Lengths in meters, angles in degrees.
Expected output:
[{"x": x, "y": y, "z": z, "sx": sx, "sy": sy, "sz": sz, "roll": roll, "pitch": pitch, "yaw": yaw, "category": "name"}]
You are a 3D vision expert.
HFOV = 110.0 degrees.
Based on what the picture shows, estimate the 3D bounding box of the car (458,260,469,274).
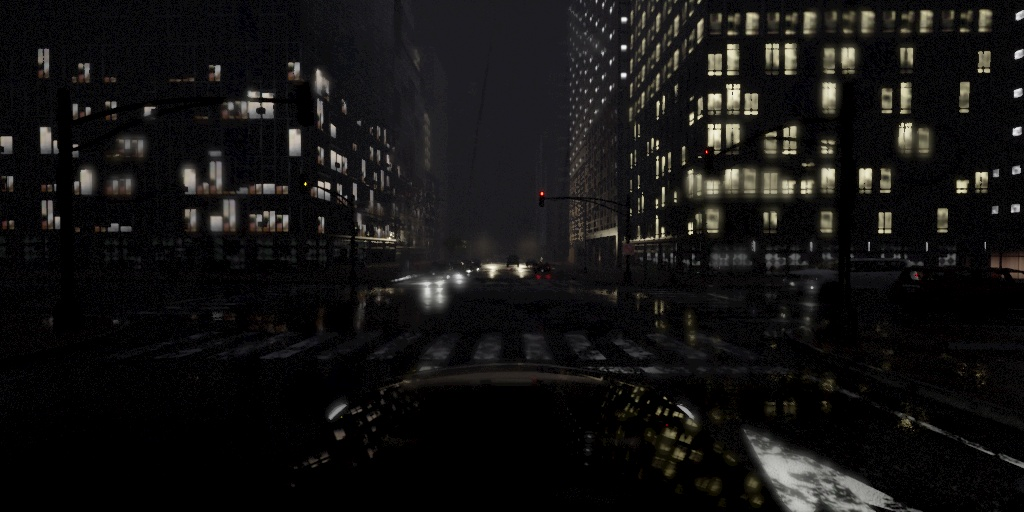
[{"x": -6.492, "y": 1.326, "z": 41.600, "sx": 1.895, "sy": 1.301, "sz": 4.718, "roll": 0, "pitch": 0, "yaw": 0, "category": "car"}]

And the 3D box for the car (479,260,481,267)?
[{"x": -6.392, "y": 1.182, "z": 61.711, "sx": 1.882, "sy": 1.535, "sz": 5.008, "roll": 0, "pitch": 0, "yaw": 1, "category": "car"}]

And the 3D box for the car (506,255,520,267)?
[{"x": 0.171, "y": 0.925, "z": 62.845, "sx": 2.150, "sy": 2.045, "sz": 5.566, "roll": 0, "pitch": 0, "yaw": 0, "category": "car"}]

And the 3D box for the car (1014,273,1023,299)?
[{"x": 28.852, "y": 1.586, "z": 17.928, "sx": 4.718, "sy": 1.301, "sz": 1.895, "roll": 0, "pitch": 1, "yaw": 1, "category": "car"}]

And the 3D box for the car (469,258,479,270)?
[{"x": -6.457, "y": 1.263, "z": 51.371, "sx": 2.033, "sy": 1.411, "sz": 5.357, "roll": 0, "pitch": 0, "yaw": 0, "category": "car"}]

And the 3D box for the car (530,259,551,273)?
[{"x": 3.439, "y": 1.326, "z": 42.445, "sx": 1.895, "sy": 1.301, "sz": 4.718, "roll": 0, "pitch": 0, "yaw": 0, "category": "car"}]

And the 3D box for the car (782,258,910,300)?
[{"x": 17.035, "y": 1.103, "z": 18.156, "sx": 5.566, "sy": 2.045, "sz": 2.150, "roll": 1, "pitch": 1, "yaw": 1, "category": "car"}]

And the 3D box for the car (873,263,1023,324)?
[{"x": 16.220, "y": 1.282, "z": 12.403, "sx": 5.009, "sy": 1.841, "sz": 2.192, "roll": 0, "pitch": 0, "yaw": 1, "category": "car"}]

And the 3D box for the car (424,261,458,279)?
[{"x": -6.519, "y": 1.225, "z": 32.319, "sx": 2.128, "sy": 1.511, "sz": 4.902, "roll": 0, "pitch": 0, "yaw": 0, "category": "car"}]
